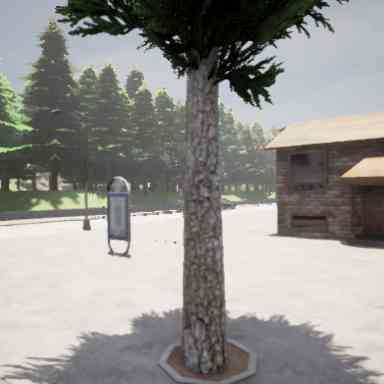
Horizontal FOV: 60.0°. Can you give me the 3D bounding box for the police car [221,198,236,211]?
[{"bbox_3d":[4.169,1.669,45.850,1.930,1.638,5.238,-1,0,36],"label":"police car"}]
